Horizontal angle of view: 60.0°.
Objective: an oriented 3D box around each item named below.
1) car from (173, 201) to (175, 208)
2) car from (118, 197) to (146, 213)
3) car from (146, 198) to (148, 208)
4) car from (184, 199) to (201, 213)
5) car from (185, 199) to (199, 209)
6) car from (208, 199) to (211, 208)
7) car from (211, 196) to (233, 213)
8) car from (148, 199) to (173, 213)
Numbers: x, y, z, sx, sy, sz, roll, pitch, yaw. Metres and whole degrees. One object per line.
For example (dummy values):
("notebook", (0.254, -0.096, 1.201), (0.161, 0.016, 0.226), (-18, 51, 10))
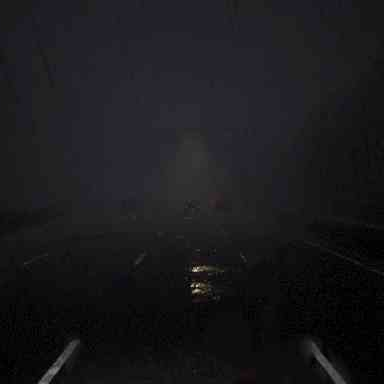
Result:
("car", (-3.483, 1.641, 48.240), (1.895, 1.301, 4.718), (0, 0, 0))
("car", (-6.987, 1.384, 38.131), (2.097, 1.767, 4.553), (0, 0, 0))
("car", (-6.983, 1.604, 48.209), (1.994, 1.385, 4.181), (0, 0, 0))
("car", (0.013, 1.633, 38.221), (1.895, 1.301, 4.718), (0, 0, 0))
("car", (0.017, 1.641, 48.269), (1.895, 1.301, 4.718), (0, 0, 0))
("car", (3.517, 1.392, 48.161), (2.097, 1.767, 4.553), (0, 0, 0))
("car", (3.513, 1.509, 37.774), (1.882, 1.535, 5.008), (0, 0, 0))
("car", (-3.487, 1.509, 37.776), (1.882, 1.535, 5.008), (0, 0, 0))
